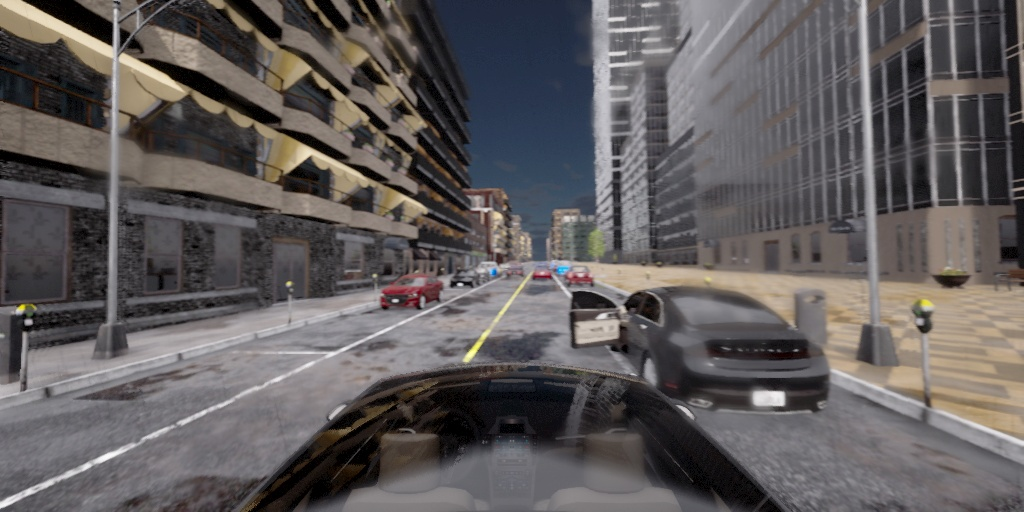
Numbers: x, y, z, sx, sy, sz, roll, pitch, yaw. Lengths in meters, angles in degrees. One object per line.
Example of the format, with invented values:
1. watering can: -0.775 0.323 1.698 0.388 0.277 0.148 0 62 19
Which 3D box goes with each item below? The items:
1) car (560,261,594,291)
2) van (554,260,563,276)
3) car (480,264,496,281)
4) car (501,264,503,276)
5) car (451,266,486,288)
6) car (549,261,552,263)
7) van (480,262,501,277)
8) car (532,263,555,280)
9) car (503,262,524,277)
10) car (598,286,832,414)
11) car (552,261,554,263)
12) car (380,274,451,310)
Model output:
1. car: 4.898 1.404 26.639 1.967 1.591 4.097 0 0 5
2. van: 6.263 1.478 43.292 1.690 1.789 3.998 0 0 5
3. car: -2.999 1.703 32.874 2.007 1.370 4.403 0 0 5
4. car: -2.103 1.793 43.807 1.751 1.417 4.829 0 0 5
5. car: -3.454 1.660 27.323 1.948 1.339 4.313 0 0 5
6. car: 3.884 1.691 46.815 1.882 1.535 5.008 -1 -1 5
7. van: -2.544 1.551 38.426 1.690 1.789 3.998 0 0 5
8. car: 3.101 1.672 36.764 1.994 1.385 4.181 -1 -1 5
9. car: 0.409 1.775 42.155 1.994 1.385 4.181 -1 -1 5
10. car: 2.870 1.264 6.150 1.837 1.490 4.892 -1 -1 5
11. car: 7.173 1.835 54.392 1.802 1.307 4.207 0 0 5
12. car: -4.364 1.525 16.222 1.888 1.381 4.507 0 0 5
